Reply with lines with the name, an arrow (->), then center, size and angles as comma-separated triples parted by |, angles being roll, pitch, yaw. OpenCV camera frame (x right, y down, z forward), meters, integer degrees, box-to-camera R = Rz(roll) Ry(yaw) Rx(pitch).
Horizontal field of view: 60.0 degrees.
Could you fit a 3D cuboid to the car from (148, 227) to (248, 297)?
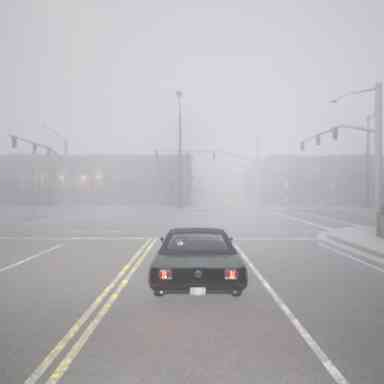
car -> 0.117, 1.530, 8.367 | 1.895, 1.301, 4.718 | 0, 0, 0
